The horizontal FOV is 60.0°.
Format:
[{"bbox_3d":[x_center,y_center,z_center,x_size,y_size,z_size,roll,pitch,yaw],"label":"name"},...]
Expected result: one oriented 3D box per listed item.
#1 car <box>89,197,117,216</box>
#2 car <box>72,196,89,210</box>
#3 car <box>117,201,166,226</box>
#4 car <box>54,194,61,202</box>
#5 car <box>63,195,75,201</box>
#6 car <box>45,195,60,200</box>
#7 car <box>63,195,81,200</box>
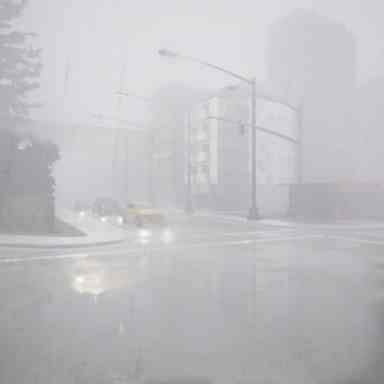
[{"bbox_3d":[-8.158,1.316,31.967,2.097,1.767,4.553,0,0,-28],"label":"car"},{"bbox_3d":[-13.420,1.555,41.786,1.895,1.301,4.718,0,0,-28],"label":"car"},{"bbox_3d":[-3.470,1.449,23.263,1.882,1.535,5.008,0,0,-28],"label":"car"},{"bbox_3d":[-31.598,1.375,75.358,2.038,1.542,4.974,0,0,-4],"label":"car"},{"bbox_3d":[-27.790,1.370,77.061,4.974,1.542,2.038,0,0,41],"label":"car"},{"bbox_3d":[-31.602,1.217,75.410,1.853,1.218,4.536,0,0,-4],"label":"car"},{"bbox_3d":[-27.829,1.212,77.095,4.536,1.218,1.853,0,0,41],"label":"car"}]
